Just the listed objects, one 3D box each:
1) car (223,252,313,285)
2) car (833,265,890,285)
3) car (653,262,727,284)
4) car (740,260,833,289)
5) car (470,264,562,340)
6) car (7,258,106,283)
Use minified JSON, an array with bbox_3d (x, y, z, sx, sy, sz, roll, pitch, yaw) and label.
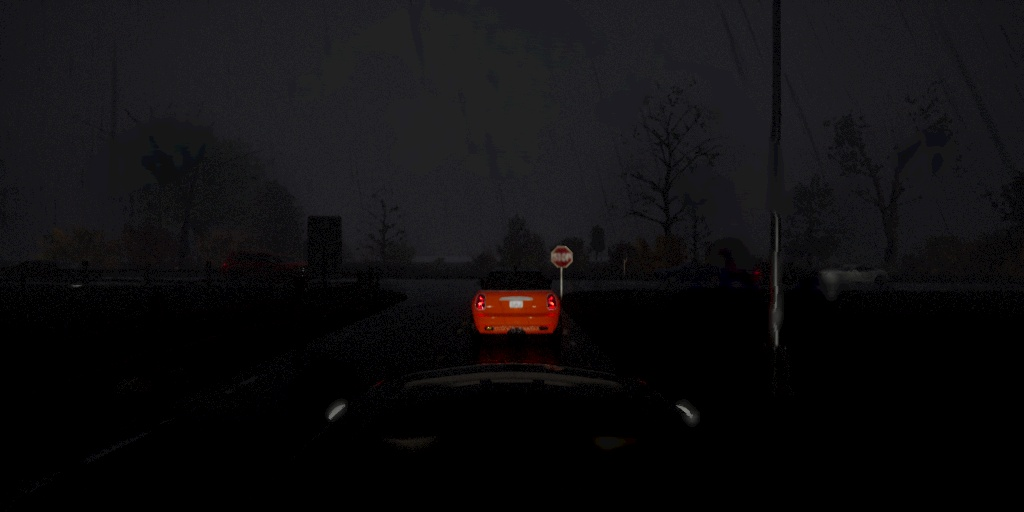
[{"bbox_3d":[-15.839,0.795,23.690,5.566,2.045,2.150,1,1,0],"label":"car"},{"bbox_3d":[25.085,1.364,26.554,4.674,1.442,1.812,0,1,0],"label":"car"},{"bbox_3d":[13.120,1.231,26.579,5.008,1.535,1.882,0,1,0],"label":"car"},{"bbox_3d":[17.795,1.172,23.630,4.553,1.767,2.097,0,1,0],"label":"car"},{"bbox_3d":[0.076,1.072,9.994,2.097,1.767,4.553,0,0,-1],"label":"car"},{"bbox_3d":[-30.021,0.944,23.728,5.008,1.535,1.882,1,1,0],"label":"car"}]
